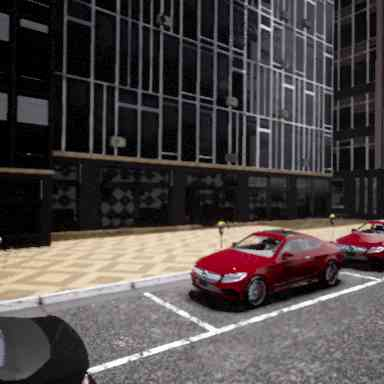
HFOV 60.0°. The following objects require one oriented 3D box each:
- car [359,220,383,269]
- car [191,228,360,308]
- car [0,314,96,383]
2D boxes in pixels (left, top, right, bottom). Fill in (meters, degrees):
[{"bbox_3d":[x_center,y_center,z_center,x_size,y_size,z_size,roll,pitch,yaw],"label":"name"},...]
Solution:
[{"bbox_3d":[6.458,1.620,11.152,4.206,1.307,1.802,0,1,-35],"label":"car"},{"bbox_3d":[1.940,1.603,7.931,4.206,1.307,1.802,0,1,-35],"label":"car"},{"bbox_3d":[-2.842,1.487,1.337,4.902,1.511,2.128,0,0,-35],"label":"car"}]
